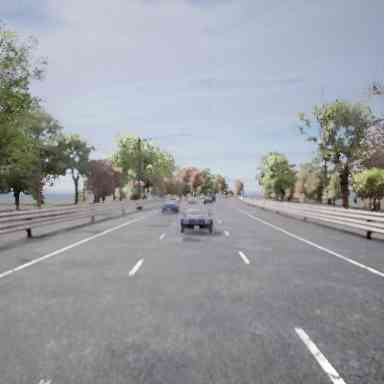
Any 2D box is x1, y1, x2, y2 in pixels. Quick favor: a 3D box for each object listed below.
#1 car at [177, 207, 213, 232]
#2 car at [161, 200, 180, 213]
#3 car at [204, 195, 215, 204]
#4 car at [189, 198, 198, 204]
[{"bbox_3d":[0.329,1.697,20.777,1.895,1.301,4.718,0,0,2],"label":"car"},{"bbox_3d":[-2.437,1.704,39.150,1.812,1.442,4.674,1,0,3],"label":"car"},{"bbox_3d":[3.850,1.946,77.389,1.812,1.442,4.674,0,0,6],"label":"car"},{"bbox_3d":[0.341,2.012,77.473,1.895,1.301,4.718,0,0,6],"label":"car"}]
